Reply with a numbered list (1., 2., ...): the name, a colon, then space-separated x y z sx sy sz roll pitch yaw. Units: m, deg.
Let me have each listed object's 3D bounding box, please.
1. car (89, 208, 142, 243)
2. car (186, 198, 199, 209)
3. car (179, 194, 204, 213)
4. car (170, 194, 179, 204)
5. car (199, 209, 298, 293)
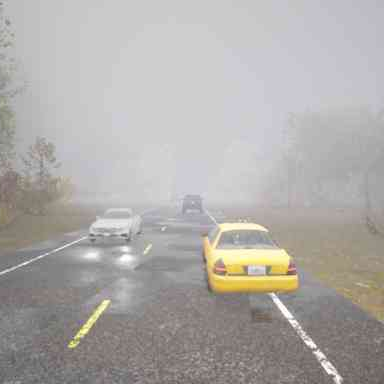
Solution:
1. car: -3.594 1.528 16.341 1.812 1.442 4.674 0 0 0
2. car: 0.053 1.604 48.293 1.812 1.442 4.674 0 0 1
3. car: 0.089 1.263 37.048 2.150 2.045 5.566 0 0 1
4. car: -3.473 1.369 70.238 2.150 2.045 5.566 0 0 0
5. car: 1.228 1.456 8.855 1.801 1.575 5.366 0 0 0
